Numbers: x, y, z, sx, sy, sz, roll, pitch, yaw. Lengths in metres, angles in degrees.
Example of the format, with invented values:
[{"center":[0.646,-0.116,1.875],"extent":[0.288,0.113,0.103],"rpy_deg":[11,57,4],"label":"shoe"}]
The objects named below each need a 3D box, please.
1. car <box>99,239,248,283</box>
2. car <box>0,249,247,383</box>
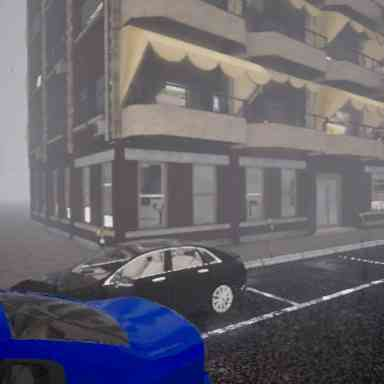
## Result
[{"center":[-0.935,1.564,5.912],"extent":[4.403,1.369,2.008],"rpy_deg":[0,-1,-35],"label":"car"},{"center":[-2.176,1.473,1.825],"extent":[5.008,1.535,1.882],"rpy_deg":[0,0,-35],"label":"car"}]
